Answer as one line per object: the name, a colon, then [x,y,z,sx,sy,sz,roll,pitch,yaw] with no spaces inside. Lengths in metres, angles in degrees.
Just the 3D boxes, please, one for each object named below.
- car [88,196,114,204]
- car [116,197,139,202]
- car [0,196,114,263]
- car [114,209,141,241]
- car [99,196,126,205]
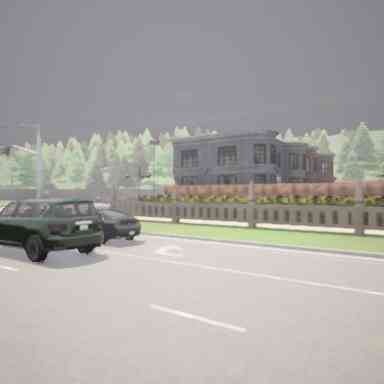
car: [-18.142,1.606,66.401,1.882,1.535,5.008,0,0,36]
car: [-12.333,1.659,62.534,2.033,1.411,5.357,0,0,37]
car: [-5.683,1.249,12.289,5.566,2.045,2.150,0,0,35]
car: [-4.564,1.536,15.792,4.892,1.490,1.837,0,0,36]
car: [-15.279,1.615,64.423,2.128,1.511,4.902,0,0,37]
